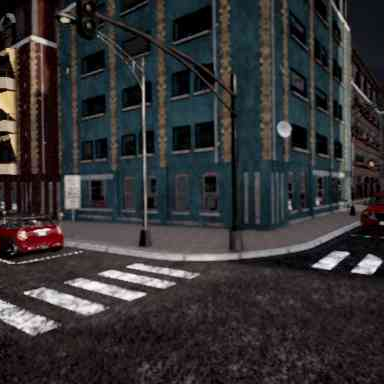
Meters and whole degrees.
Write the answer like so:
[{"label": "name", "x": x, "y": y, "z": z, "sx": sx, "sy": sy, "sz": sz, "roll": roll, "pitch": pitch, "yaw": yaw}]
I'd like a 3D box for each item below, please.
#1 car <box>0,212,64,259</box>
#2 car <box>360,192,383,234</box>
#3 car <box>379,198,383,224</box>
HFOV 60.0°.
[{"label": "car", "x": -7.000, "y": 1.578, "z": 13.370, "sx": 4.097, "sy": 1.590, "sz": 1.967, "roll": -1, "pitch": 1, "yaw": 38}, {"label": "car", "x": 9.587, "y": 0.954, "z": 16.028, "sx": 2.192, "sy": 1.841, "sz": 5.009, "roll": 0, "pitch": 1, "yaw": 37}, {"label": "car", "x": 12.949, "y": 1.077, "z": 20.451, "sx": 1.887, "sy": 1.381, "sz": 4.507, "roll": 0, "pitch": 1, "yaw": 37}]
